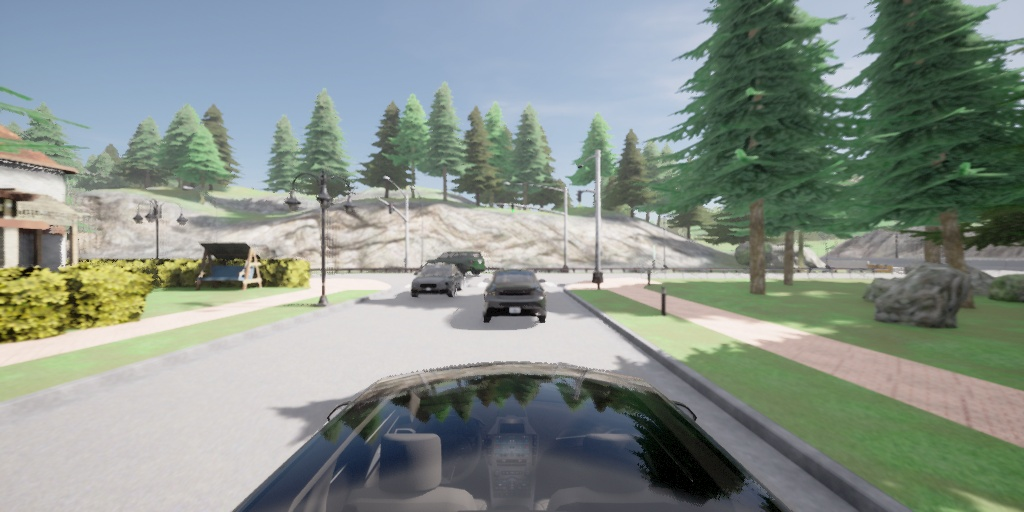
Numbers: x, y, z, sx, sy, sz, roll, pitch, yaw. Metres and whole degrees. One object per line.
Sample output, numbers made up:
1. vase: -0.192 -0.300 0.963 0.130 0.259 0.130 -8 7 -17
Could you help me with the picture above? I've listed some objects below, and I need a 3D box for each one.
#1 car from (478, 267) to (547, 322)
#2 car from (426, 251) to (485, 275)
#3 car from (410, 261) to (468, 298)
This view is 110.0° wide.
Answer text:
1. car: 0.083 1.176 11.910 1.837 1.490 4.892 0 0 0
2. car: -4.918 0.611 30.396 5.566 2.045 2.150 1 -1 31
3. car: -3.516 1.140 17.504 1.837 1.490 4.892 0 0 0
